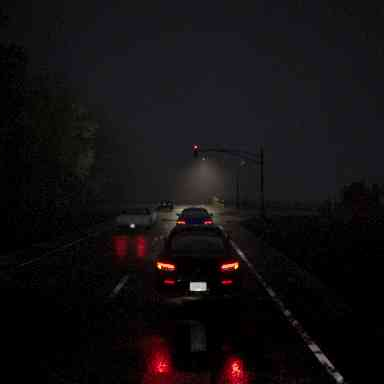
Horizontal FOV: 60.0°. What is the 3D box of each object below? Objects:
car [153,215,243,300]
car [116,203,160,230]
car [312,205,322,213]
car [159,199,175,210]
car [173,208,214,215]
[{"bbox_3d":[0.119,1.528,8.251,1.812,1.442,4.674,0,0,0],"label":"car"},{"bbox_3d":[-3.348,1.606,21.025,1.895,1.301,4.718,0,0,0],"label":"car"},{"bbox_3d":[17.154,1.792,39.551,5.357,1.411,2.033,1,-1,2],"label":"car"},{"bbox_3d":[-3.297,1.554,42.546,2.033,1.411,5.357,0,0,0],"label":"car"},{"bbox_3d":[0.140,1.530,17.125,1.812,1.442,4.674,0,0,0],"label":"car"}]
